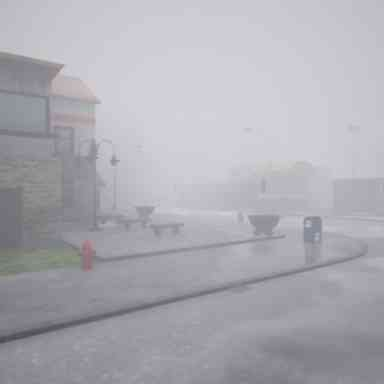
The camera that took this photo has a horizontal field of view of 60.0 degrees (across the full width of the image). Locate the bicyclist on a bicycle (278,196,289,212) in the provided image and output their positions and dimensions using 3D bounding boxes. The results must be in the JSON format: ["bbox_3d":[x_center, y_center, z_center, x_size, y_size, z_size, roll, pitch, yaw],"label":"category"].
[{"bbox_3d":[9.025,1.169,32.717,1.656,1.620,0.582,-1,0,-35],"label":"bicyclist on a bicycle"}]
